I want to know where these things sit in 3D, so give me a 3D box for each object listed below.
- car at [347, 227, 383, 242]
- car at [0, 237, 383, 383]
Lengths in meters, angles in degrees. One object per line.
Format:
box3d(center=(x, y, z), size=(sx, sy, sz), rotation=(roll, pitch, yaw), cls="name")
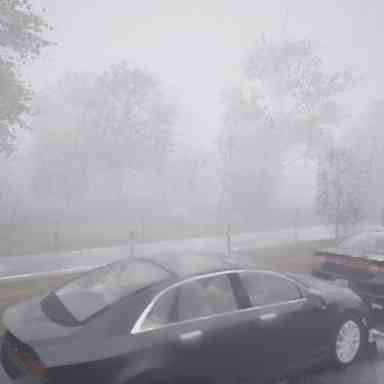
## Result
box3d(center=(4.830, 1.514, 7.457), size=(5.008, 1.535, 2.097), rotation=(0, 0, -33), cls="car")
box3d(center=(0.303, 1.522, 4.261), size=(4.892, 1.521, 2.231), rotation=(1, 0, -33), cls="car")
